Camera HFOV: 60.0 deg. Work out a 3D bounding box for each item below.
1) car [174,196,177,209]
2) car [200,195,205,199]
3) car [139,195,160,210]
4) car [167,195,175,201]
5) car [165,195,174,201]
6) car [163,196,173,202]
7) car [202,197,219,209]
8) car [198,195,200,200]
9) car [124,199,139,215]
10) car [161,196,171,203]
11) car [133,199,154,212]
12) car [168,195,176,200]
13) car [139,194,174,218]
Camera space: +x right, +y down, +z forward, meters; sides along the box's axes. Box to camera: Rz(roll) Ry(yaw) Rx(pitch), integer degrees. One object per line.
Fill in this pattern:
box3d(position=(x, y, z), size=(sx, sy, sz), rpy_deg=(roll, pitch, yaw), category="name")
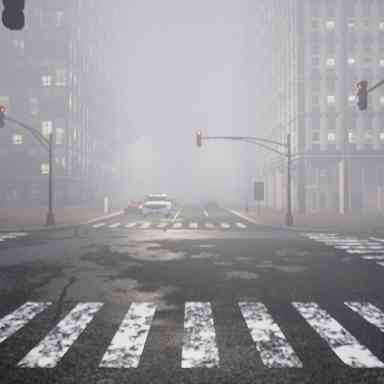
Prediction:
box3d(position=(-3.092, 1.539, 40.236), size=(1.812, 1.442, 4.674), rpy_deg=(0, 0, 0), category="car")
box3d(position=(2.712, 1.545, 56.286), size=(1.752, 1.417, 4.829), rpy_deg=(1, 0, 0), category="car")
box3d(position=(-5.666, 1.331, 44.899), size=(2.192, 1.841, 5.009), rpy_deg=(1, 0, 0), category="car")
box3d(position=(-5.665, 1.583, 89.501), size=(2.008, 1.369, 4.403), rpy_deg=(1, 0, 0), category="car")
box3d(position=(-5.665, 1.575, 83.925), size=(1.887, 1.381, 4.507), rpy_deg=(1, 0, 0), category="car")
box3d(position=(-5.666, 1.579, 78.350), size=(2.008, 1.369, 4.403), rpy_deg=(1, 0, 0), category="car")
box3d(position=(2.709, 1.597, 44.960), size=(1.802, 1.307, 4.206), rpy_deg=(1, 0, 0), category="car")
box3d(position=(2.712, 1.588, 61.693), size=(1.947, 1.339, 4.313), rpy_deg=(1, 0, 0), category="car")
box3d(position=(-5.670, 1.452, 33.749), size=(1.967, 1.590, 4.097), rpy_deg=(1, 0, 0), category="car")
box3d(position=(-5.667, 1.570, 72.775), size=(1.887, 1.381, 4.507), rpy_deg=(1, 0, 0), category="car")
box3d(position=(-5.672, 1.595, 39.324), size=(1.802, 1.307, 4.206), rpy_deg=(1, 0, 0), category="car")
box3d(position=(-5.664, 1.601, 95.076), size=(1.947, 1.339, 4.313), rpy_deg=(1, 0, 0), category="car")
box3d(position=(-3.093, 1.232, 30.314), size=(2.150, 2.045, 5.566), rpy_deg=(0, 0, 0), category="car")
